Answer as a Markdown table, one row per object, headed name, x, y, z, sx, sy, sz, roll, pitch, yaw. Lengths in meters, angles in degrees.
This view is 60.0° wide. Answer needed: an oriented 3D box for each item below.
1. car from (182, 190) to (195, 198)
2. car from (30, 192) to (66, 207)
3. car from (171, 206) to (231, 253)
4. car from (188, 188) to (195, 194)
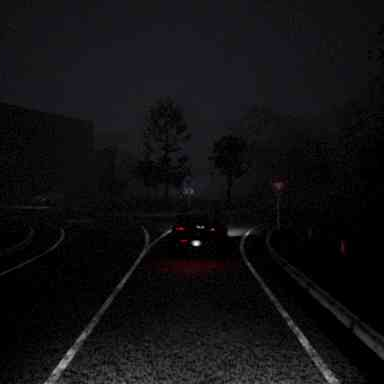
| name | x | y | z | sx | sy | sz | roll | pitch | yaw |
| --- | --- | --- | --- | --- | --- | --- | --- | --- | --- |
| car | -0.761 | 0.220 | 59.527 | 1.882 | 1.535 | 5.008 | 0 | 1 | -2 |
| car | -15.216 | 0.695 | 35.404 | 1.812 | 1.442 | 4.674 | 0 | 2 | 9 |
| car | 0.437 | 1.293 | 12.669 | 1.837 | 1.490 | 4.892 | 0 | 1 | 7 |
| car | -0.117 | -0.209 | 85.464 | 1.837 | 1.490 | 4.892 | 0 | 1 | 1 |
